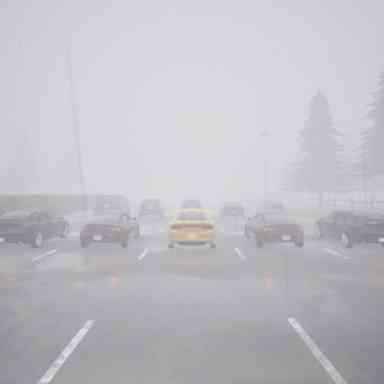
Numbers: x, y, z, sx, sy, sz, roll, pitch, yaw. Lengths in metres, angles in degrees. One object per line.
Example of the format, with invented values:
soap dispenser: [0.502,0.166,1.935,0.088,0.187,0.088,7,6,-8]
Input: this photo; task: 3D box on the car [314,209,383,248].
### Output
car: [7.000,1.514,14.650,1.837,1.490,4.892,0,0,0]

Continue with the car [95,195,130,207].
car: [-7.000,1.255,29.680,2.150,2.045,5.566,0,0,0]

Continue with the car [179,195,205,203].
car: [0.000,1.363,29.620,2.097,1.767,4.553,0,0,0]

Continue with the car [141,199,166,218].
car: [-3.500,1.363,29.620,2.097,1.767,4.553,0,0,0]

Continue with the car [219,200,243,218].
car: [3.500,1.482,29.650,1.882,1.535,5.008,0,0,0]

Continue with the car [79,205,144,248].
car: [-3.500,1.530,14.650,1.812,1.442,4.674,0,0,0]

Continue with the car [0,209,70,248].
car: [-7.000,1.513,14.650,1.837,1.490,4.892,0,0,0]

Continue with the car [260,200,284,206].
car: [7.000,1.514,29.650,1.837,1.490,4.892,0,0,0]

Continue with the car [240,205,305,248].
car: [3.500,1.530,14.650,1.812,1.442,4.674,0,0,0]

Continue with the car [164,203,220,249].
car: [0.000,1.482,14.650,1.882,1.535,5.008,0,0,0]
